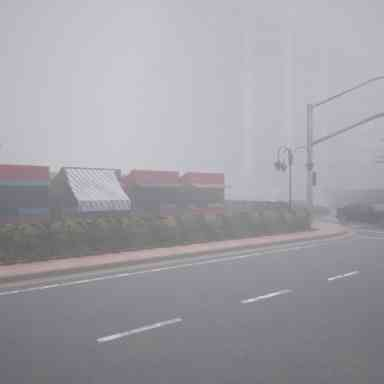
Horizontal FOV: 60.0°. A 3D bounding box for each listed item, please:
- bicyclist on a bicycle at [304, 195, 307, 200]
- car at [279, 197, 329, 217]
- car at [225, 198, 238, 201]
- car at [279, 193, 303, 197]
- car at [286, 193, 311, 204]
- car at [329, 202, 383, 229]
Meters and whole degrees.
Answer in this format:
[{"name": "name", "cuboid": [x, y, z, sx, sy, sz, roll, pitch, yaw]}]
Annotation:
[{"name": "bicyclist on a bicycle", "cuboid": [15.497, 1.246, 44.900, 1.656, 1.620, 0.582, 0, 0, -36]}, {"name": "car", "cuboid": [10.572, 1.470, 31.300, 1.812, 1.442, 4.674, 0, 0, -36]}, {"name": "car", "cuboid": [3.943, 1.433, 34.462, 2.128, 1.511, 4.902, 0, 0, -36]}, {"name": "car", "cuboid": [16.573, 1.114, 57.383, 1.905, 1.878, 3.866, 0, 0, -36]}, {"name": "car", "cuboid": [18.964, 1.114, 59.095, 1.905, 1.878, 3.866, 0, 0, -36]}, {"name": "car", "cuboid": [11.827, 1.440, 21.911, 1.882, 1.535, 5.008, 1, 0, -21]}]
